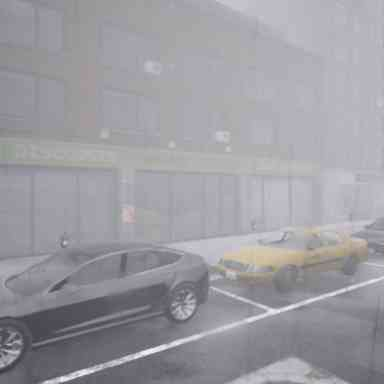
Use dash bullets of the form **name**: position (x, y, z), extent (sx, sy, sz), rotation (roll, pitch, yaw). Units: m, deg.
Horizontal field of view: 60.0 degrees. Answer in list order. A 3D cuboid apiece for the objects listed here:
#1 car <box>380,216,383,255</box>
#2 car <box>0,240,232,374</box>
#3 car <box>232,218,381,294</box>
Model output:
- **car**: position (7.583, 1.543, 12.174), extent (4.313, 1.339, 1.947), rotation (0, 0, -35)
- **car**: position (-1.646, 1.563, 5.592), extent (4.313, 1.339, 1.947), rotation (0, 0, -35)
- **car**: position (2.830, 1.513, 8.784), extent (4.829, 1.417, 1.752), rotation (0, 0, -35)
